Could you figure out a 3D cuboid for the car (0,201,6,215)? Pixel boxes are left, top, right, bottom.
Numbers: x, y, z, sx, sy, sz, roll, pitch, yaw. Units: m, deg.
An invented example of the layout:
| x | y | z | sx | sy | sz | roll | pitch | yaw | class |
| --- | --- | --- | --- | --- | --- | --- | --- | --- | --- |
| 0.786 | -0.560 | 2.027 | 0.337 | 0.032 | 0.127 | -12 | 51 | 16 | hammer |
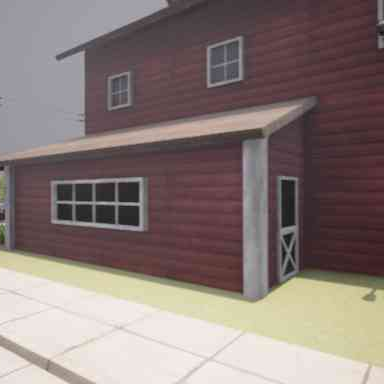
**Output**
| x | y | z | sx | sy | sz | roll | pitch | yaw | class |
| --- | --- | --- | --- | --- | --- | --- | --- | --- | --- |
| -14.861 | 1.514 | 26.805 | 2.097 | 1.767 | 4.553 | 0 | 0 | 37 | car |
